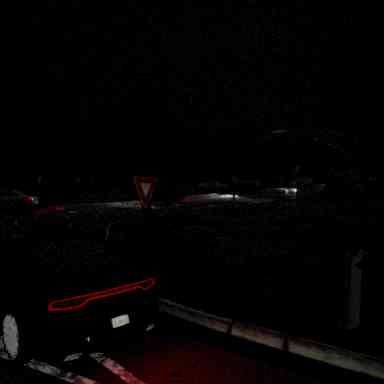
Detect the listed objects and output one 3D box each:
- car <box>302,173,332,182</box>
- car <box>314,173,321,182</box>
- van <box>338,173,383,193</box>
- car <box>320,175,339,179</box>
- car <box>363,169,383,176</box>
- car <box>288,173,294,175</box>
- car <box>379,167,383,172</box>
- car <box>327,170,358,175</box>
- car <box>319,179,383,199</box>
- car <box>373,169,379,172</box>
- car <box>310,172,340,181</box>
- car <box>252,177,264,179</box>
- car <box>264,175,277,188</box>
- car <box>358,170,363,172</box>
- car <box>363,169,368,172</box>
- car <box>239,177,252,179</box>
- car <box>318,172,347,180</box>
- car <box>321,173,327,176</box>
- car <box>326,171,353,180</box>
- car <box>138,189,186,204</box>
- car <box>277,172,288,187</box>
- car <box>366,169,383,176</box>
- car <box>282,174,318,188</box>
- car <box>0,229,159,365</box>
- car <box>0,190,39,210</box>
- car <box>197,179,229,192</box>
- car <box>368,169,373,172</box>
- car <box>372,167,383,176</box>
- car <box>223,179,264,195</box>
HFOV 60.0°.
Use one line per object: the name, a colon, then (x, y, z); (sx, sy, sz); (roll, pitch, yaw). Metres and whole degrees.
car: (22.991, -2.673, 61.083); (4.792, 1.488, 2.163); (0, 4, 29)
car: (18.684, -2.285, 57.188); (5.366, 1.575, 1.946); (0, 4, 29)
van: (17.715, -0.605, 33.866); (4.442, 1.987, 1.878); (2, 6, 31)
car: (18.857, -1.004, 40.984); (1.882, 1.535, 5.008); (-5, 5, -32)
car: (43.022, -4.522, 78.182); (5.008, 1.535, 2.097); (0, 4, 30)
car: (14.075, -1.863, 53.456); (5.008, 1.535, 2.097); (0, 4, 29)
car: (40.797, -4.338, 76.283); (5.008, 1.535, 2.097); (0, 4, 30)
car: (24.451, -2.298, 53.938); (4.553, 1.767, 2.097); (-5, 6, -40)
car: (15.288, -0.173, 32.067); (5.008, 1.535, 2.097); (2, 6, 31)
car: (38.577, -4.271, 74.365); (4.553, 1.767, 2.185); (0, 5, 30)
car: (25.183, -2.912, 63.008); (5.008, 1.535, 2.097); (0, 4, 29)
car: (7.424, -1.354, 47.647); (4.553, 1.767, 2.185); (0, 5, 29)
car: (9.602, -1.410, 49.615); (4.792, 1.488, 2.163); (0, 5, 29)
car: (31.870, -3.540, 68.701); (5.008, 1.535, 2.097); (0, 5, 30)
car: (34.116, -3.871, 70.577); (4.553, 1.767, 2.185); (0, 5, 30)
car: (5.207, -0.988, 45.737); (4.792, 1.488, 2.163); (0, 4, 29)
car: (27.416, -3.120, 64.901); (4.892, 1.521, 2.231); (0, 5, 29)
car: (20.737, -2.493, 59.195); (5.008, 1.535, 2.097); (0, 4, 29)
car: (29.642, -3.329, 66.799); (4.892, 1.521, 2.231); (0, 5, 30)
car: (-2.864, 0.234, 31.997); (5.008, 1.535, 1.882); (-4, 5, -41)
car: (11.873, -1.776, 51.499); (4.553, 1.767, 2.185); (0, 5, 29)
car: (45.103, -4.706, 80.161); (5.366, 1.575, 1.946); (0, 4, 30)
car: (15.314, -1.343, 47.153); (4.674, 1.442, 1.812); (-5, 6, -36)
car: (-2.688, 1.395, 5.912); (5.008, 1.535, 1.882); (3, 2, 44)
car: (-14.331, 0.554, 25.645); (4.674, 1.442, 1.812); (2, 2, -9)
car: (2.958, -0.766, 43.822); (4.674, 1.452, 2.002); (0, 4, 29)
car: (36.329, -3.910, 72.509); (4.674, 1.452, 2.002); (0, 4, 30)
car: (47.466, -5.123, 81.953); (5.566, 2.045, 2.435); (0, 4, 30)
car: (6.218, -0.482, 39.818); (4.181, 1.385, 1.994); (-5, 6, -40)
